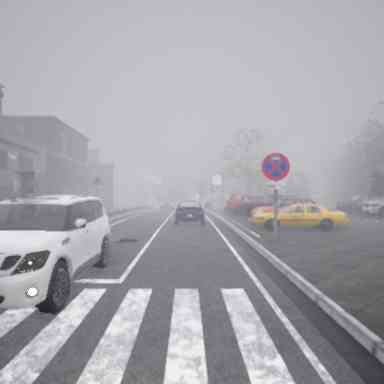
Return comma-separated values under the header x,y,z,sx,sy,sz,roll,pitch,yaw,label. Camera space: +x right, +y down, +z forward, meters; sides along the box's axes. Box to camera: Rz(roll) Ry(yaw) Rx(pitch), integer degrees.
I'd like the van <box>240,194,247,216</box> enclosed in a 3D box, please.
x,y,z,sx,sy,sz,roll,pitch,yaw,label
6.103,1.132,24.703,4.442,1.987,1.878,0,0,-1,van

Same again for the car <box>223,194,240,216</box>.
x,y,z,sx,sy,sz,roll,pitch,yaw,label
5.896,1.166,30.893,5.566,2.045,2.435,0,-1,-1,car

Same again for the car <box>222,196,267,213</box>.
x,y,z,sx,sy,sz,roll,pitch,yaw,label
5.762,1.382,36.842,4.553,1.767,2.185,0,-1,-1,car

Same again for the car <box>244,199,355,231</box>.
x,y,z,sx,sy,sz,roll,pitch,yaw,label
5.909,1.328,18.743,5.366,1.575,1.946,0,0,-1,car

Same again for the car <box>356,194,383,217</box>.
x,y,z,sx,sy,sz,roll,pitch,yaw,label
18.141,1.171,29.493,5.566,2.045,2.435,0,-1,-1,car

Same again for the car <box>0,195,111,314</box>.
x,y,z,sx,sy,sz,roll,pitch,yaw,label
-3.424,1.109,7.704,2.150,2.045,5.566,0,0,-1,car

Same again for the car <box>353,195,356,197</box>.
x,y,z,sx,sy,sz,roll,pitch,yaw,label
18.017,1.251,34.953,5.566,2.045,2.435,0,-1,-1,car

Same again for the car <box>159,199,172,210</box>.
x,y,z,sx,sy,sz,roll,pitch,yaw,label
-3.921,1.941,52.295,2.097,1.767,4.553,0,-2,-1,car

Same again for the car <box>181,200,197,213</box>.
x,y,z,sx,sy,sz,roll,pitch,yaw,label
-0.410,1.682,40.711,1.837,1.490,4.892,0,-1,-1,car

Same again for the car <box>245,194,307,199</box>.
x,y,z,sx,sy,sz,roll,pitch,yaw,label
6.072,1.212,21.664,4.553,1.767,2.185,0,0,-1,car

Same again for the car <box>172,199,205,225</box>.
x,y,z,sx,sy,sz,roll,pitch,yaw,label
-0.166,1.338,22.710,1.882,1.535,5.008,0,-1,-1,car

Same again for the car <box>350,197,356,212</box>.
x,y,z,sx,sy,sz,roll,pitch,yaw,label
18.100,1.463,32.282,4.892,1.521,2.231,0,-1,-1,car
